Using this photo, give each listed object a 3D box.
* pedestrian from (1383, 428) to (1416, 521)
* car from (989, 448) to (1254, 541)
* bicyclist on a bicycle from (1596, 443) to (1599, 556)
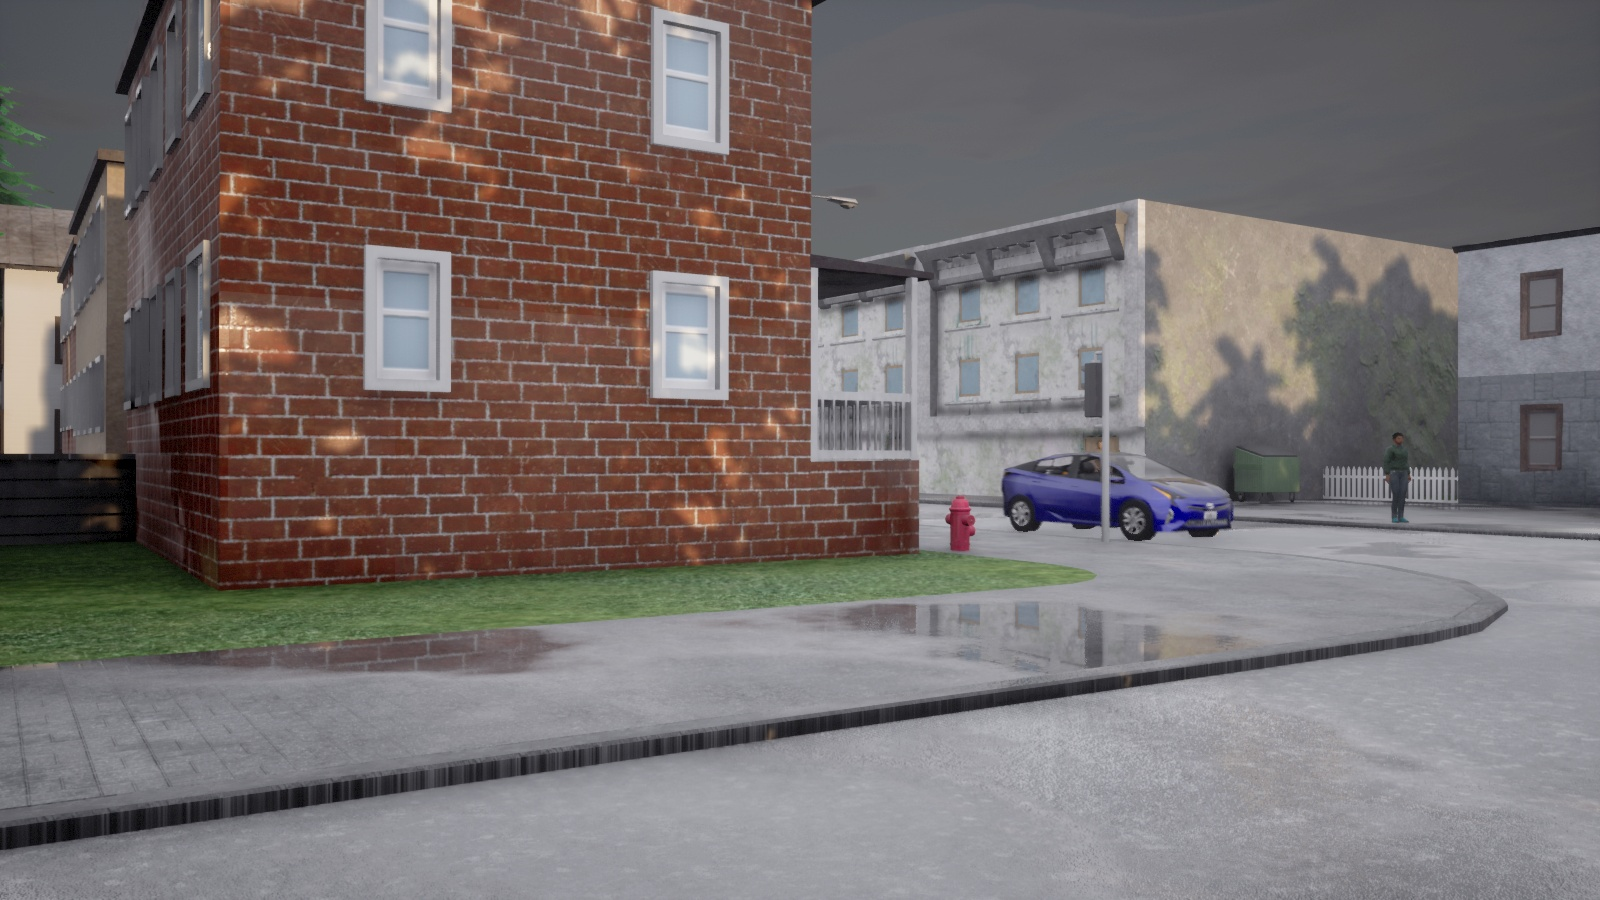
[{"bbox_3d":[12.145,0.491,25.450,0.353,1.847,0.614,0,0,-3],"label":"pedestrian"},{"bbox_3d":[5.723,0.736,22.921,2.007,1.525,4.514,0,0,-33],"label":"car"},{"bbox_3d":[10.248,0.712,14.686,0.582,1.620,1.656,-3,1,-10],"label":"bicyclist on a bicycle"}]
